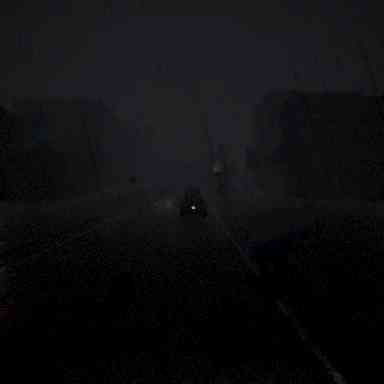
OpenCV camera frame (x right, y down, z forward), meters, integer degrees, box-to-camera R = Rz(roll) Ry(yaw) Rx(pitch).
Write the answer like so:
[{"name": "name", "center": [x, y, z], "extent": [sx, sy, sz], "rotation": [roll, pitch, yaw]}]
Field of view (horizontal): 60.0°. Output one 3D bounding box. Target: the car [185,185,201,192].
[{"name": "car", "center": [0.097, -0.190, 42.835], "extent": [1.882, 1.535, 5.008], "rotation": [0, 4, 0]}]

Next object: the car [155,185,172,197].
[{"name": "car", "center": [-3.594, -0.194, 42.901], "extent": [1.882, 1.535, 5.008], "rotation": [0, 4, 0]}]

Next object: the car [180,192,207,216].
[{"name": "car", "center": [0.098, 0.968, 25.121], "extent": [1.994, 1.385, 4.181], "rotation": [0, 3, 0]}]
